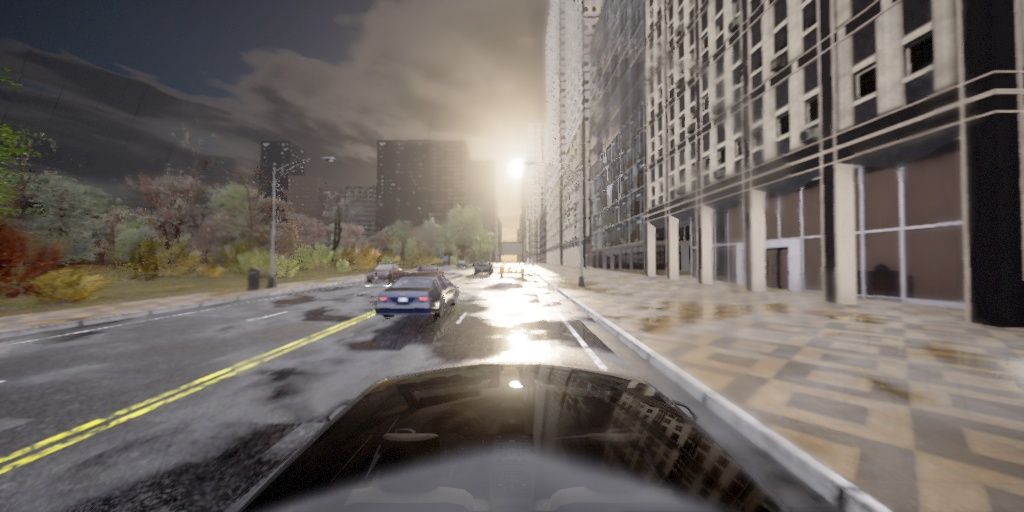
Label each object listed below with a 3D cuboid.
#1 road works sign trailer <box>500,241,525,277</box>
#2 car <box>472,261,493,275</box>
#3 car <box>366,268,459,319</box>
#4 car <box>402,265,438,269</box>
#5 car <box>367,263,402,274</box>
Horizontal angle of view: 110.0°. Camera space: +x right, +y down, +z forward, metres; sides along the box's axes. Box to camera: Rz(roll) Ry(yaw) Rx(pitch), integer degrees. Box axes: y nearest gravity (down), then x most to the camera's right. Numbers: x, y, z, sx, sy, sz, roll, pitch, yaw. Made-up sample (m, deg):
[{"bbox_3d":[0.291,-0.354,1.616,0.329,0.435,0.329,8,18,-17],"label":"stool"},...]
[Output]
[{"bbox_3d":[0.008,0.288,36.528,2.380,3.560,2.880,0,0,0],"label":"road works sign trailer"},{"bbox_3d":[-3.147,1.333,40.699,2.128,1.511,4.902,0,0,0],"label":"car"},{"bbox_3d":[-3.147,1.313,12.859,2.033,1.411,5.357,0,0,0],"label":"car"},{"bbox_3d":[-6.593,1.396,27.457,1.895,1.301,4.718,0,0,0],"label":"car"},{"bbox_3d":[-9.840,1.323,28.299,1.812,1.442,4.674,0,0,0],"label":"car"}]
